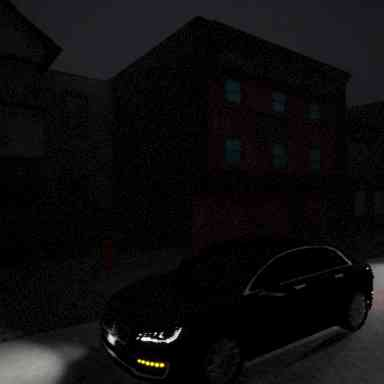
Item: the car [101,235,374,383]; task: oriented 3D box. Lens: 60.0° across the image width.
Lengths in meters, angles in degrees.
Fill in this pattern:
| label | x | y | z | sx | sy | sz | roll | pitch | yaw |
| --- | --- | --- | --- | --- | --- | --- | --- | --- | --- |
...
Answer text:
| label | x | y | z | sx | sy | sz | roll | pitch | yaw |
| --- | --- | --- | --- | --- | --- | --- | --- | --- | --- |
| car | 1.033 | 1.514 | 5.331 | 4.892 | 1.490 | 1.837 | 1 | 0 | -35 |
